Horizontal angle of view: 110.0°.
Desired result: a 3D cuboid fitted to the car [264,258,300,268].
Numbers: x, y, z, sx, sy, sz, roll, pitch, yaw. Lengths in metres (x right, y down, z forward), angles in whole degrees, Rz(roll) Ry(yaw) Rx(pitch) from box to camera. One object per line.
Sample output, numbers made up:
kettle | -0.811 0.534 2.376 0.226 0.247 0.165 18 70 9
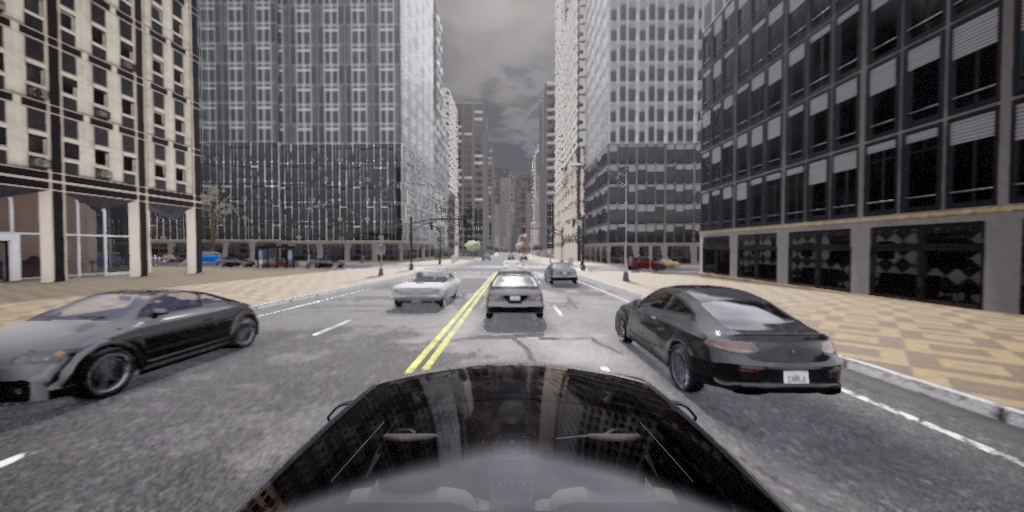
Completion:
car | -28.494 0.863 44.267 4.207 1.307 1.802 0 0 1

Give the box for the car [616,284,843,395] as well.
car | 3.333 1.241 6.503 1.812 1.442 4.674 0 0 0

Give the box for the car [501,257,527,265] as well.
car | 0.050 1.075 29.513 1.812 1.442 4.674 0 0 0

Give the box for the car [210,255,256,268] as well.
car | -34.175 0.798 44.429 4.313 1.339 1.948 0 0 1

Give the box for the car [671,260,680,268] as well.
car | 21.711 1.033 51.991 4.829 1.417 1.751 0 0 1

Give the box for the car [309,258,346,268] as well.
car | -22.809 0.896 44.145 4.313 1.339 1.948 0 0 1

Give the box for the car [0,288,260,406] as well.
car | -6.605 1.288 6.252 1.994 1.385 4.181 0 0 0

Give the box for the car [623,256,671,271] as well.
car | 16.117 0.968 43.696 5.009 1.841 2.192 0 0 1

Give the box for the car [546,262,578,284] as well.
car | 3.311 1.129 24.986 2.033 1.411 5.357 0 0 0

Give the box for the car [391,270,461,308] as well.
car | -3.370 1.262 14.814 1.895 1.301 4.718 0 0 0

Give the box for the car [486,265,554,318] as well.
car | 0.083 1.221 12.631 2.033 1.411 5.357 0 0 0
